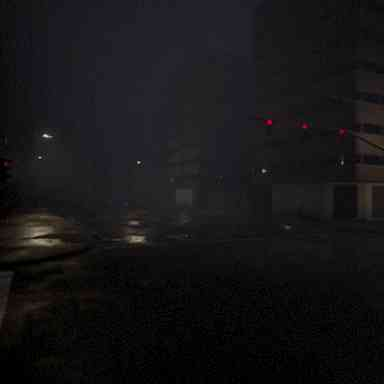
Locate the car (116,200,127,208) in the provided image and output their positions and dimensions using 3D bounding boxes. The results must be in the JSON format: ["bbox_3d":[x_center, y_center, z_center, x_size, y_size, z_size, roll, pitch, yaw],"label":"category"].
[{"bbox_3d":[-13.057,2.272,63.264,2.033,1.411,5.357,1,-1,-26],"label":"car"}]

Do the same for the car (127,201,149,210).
[{"bbox_3d":[-8.683,2.240,54.337,1.895,1.301,4.718,1,-1,-25],"label":"car"}]
